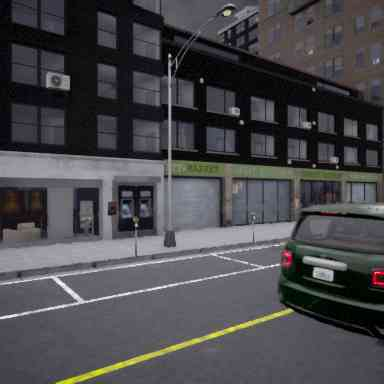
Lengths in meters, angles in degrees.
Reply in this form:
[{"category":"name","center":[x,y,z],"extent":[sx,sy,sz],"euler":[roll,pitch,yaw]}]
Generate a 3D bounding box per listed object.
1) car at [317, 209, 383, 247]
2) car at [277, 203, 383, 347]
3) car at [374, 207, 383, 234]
[{"category":"car","center":[8.036,1.566,15.630],"extent":[4.313,1.339,1.947],"euler":[0,0,-36]},{"category":"car","center":[3.985,1.221,6.125],"extent":[5.566,2.045,2.150],"euler":[0,0,-35]},{"category":"car","center":[12.304,1.525,18.674],"extent":[4.829,1.417,1.752],"euler":[0,0,-36]}]
